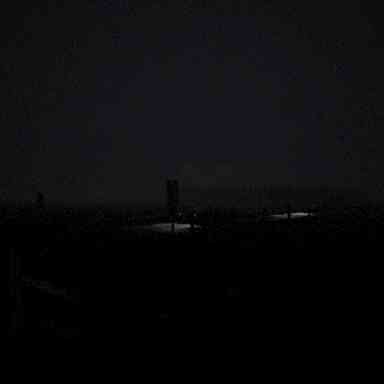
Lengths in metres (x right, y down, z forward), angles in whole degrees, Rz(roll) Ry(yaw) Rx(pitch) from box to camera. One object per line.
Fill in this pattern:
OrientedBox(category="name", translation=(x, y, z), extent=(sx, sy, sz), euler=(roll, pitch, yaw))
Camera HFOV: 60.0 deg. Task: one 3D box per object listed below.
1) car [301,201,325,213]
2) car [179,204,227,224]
OrientedBox(category="car", translation=(15.991, 1.936, 43.526), extent=(2.128, 1.511, 4.902), euler=(0, -1, 43))
OrientedBox(category="car", translation=(0.974, 1.749, 27.034), extent=(1.812, 1.442, 4.674), euler=(0, -1, 42))
